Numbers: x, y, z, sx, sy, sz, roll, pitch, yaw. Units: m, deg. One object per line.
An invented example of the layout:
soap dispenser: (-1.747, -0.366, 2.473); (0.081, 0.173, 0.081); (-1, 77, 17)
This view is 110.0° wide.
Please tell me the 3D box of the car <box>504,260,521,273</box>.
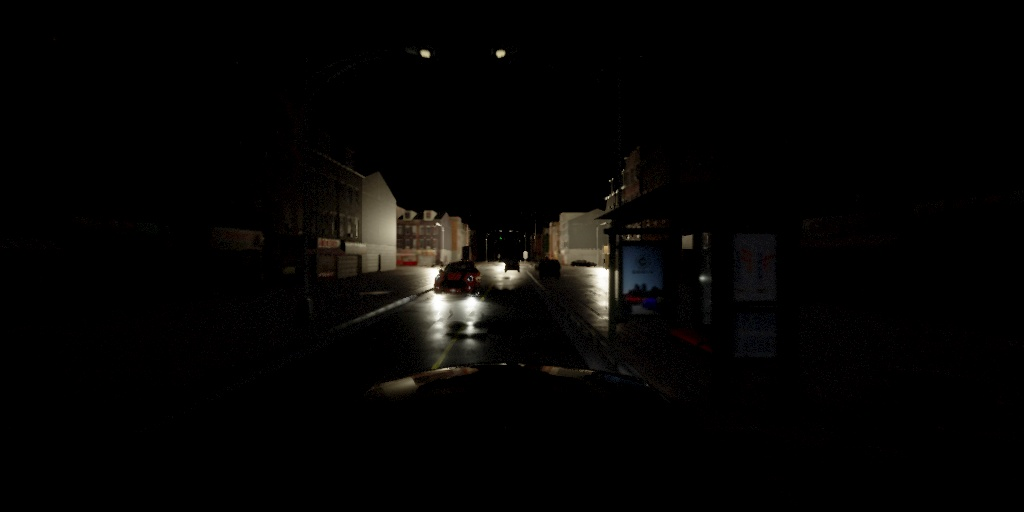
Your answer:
car: (0.048, 1.254, 44.895); (1.882, 1.535, 5.008); (0, 0, 0)

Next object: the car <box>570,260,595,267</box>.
car: (12.350, 1.316, 62.588); (4.313, 1.339, 1.948); (0, 0, 0)

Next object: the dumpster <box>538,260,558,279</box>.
dumpster: (3.008, 1.158, 30.175); (1.020, 1.700, 1.940); (0, 0, 0)

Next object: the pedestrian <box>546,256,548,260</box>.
pedestrian: (3.009, 0.905, 31.185); (0.375, 1.860, 0.375); (0, 0, -10)

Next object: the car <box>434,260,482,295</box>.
car: (-2.848, 1.107, 19.660); (2.097, 1.767, 4.553); (0, 0, 0)
